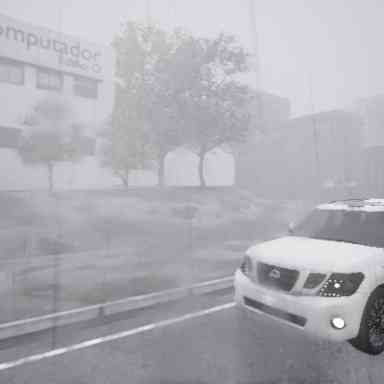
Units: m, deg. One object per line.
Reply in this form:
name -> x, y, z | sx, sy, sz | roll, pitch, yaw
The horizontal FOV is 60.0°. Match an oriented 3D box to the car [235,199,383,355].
car -> 3.371, 1.182, 6.397 | 5.566, 2.045, 2.150 | -1, 0, -35
